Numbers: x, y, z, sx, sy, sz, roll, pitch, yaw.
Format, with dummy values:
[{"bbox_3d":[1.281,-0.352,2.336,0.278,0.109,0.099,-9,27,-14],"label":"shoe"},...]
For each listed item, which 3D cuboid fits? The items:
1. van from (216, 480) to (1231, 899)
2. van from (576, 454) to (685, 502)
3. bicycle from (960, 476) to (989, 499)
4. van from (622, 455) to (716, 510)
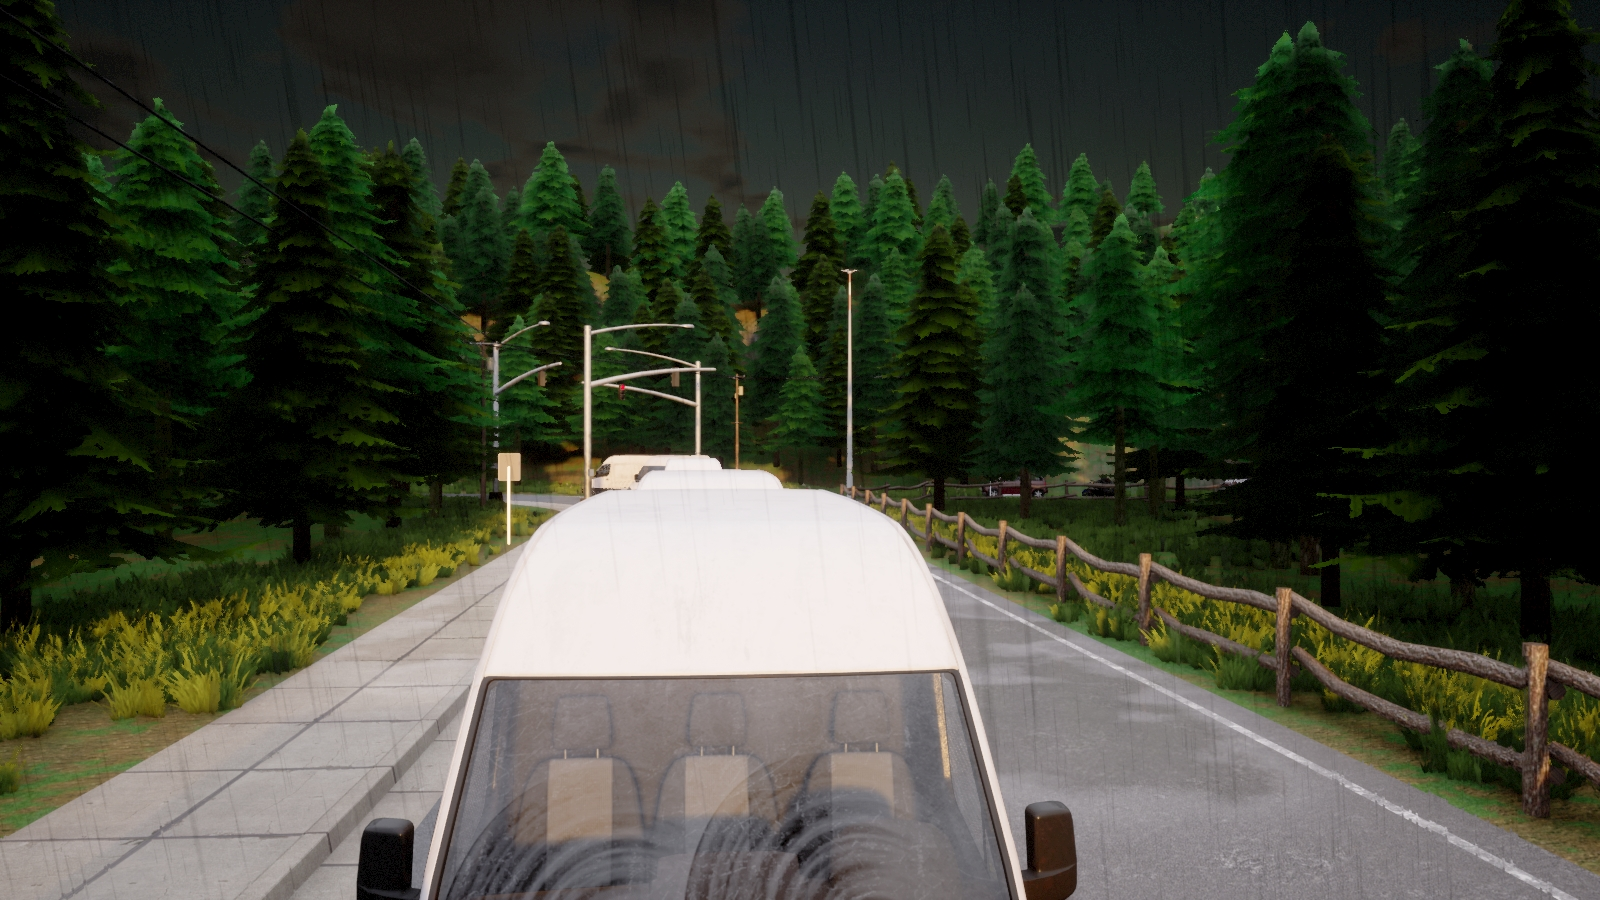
[{"bbox_3d":[-0.354,1.499,5.189,1.988,2.561,5.915,0,0,-5],"label":"van"},{"bbox_3d":[-9.425,1.509,63.414,5.915,2.561,1.988,0,0,28],"label":"van"},{"bbox_3d":[9.947,2.158,65.229,1.487,1.276,0.859,0,0,-6],"label":"bicycle"},{"bbox_3d":[-6.314,1.515,55.994,1.988,2.561,5.915,0,0,22],"label":"van"}]
